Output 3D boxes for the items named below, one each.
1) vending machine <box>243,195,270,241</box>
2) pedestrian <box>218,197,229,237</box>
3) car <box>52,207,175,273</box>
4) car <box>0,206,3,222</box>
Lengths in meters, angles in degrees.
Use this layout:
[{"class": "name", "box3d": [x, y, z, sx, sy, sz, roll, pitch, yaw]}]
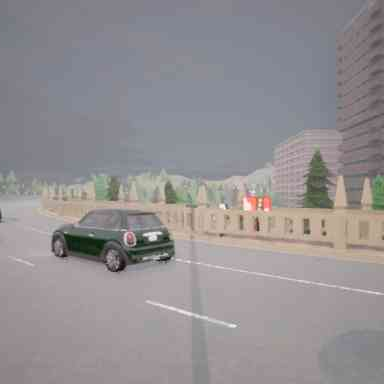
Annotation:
[{"class": "vending machine", "box3d": [3.112, 1.195, 16.008, 0.880, 2.100, 1.100, 0, 0, 41]}, {"class": "pedestrian", "box3d": [1.446, 1.141, 15.565, 0.375, 1.860, 0.375, 0, 0, 41]}, {"class": "car", "box3d": [-2.723, 1.352, 10.968, 4.553, 1.767, 2.097, 0, 0, 41]}, {"class": "car", "box3d": [-15.581, 1.491, 25.113, 2.128, 1.511, 4.902, 0, 0, -37]}]
